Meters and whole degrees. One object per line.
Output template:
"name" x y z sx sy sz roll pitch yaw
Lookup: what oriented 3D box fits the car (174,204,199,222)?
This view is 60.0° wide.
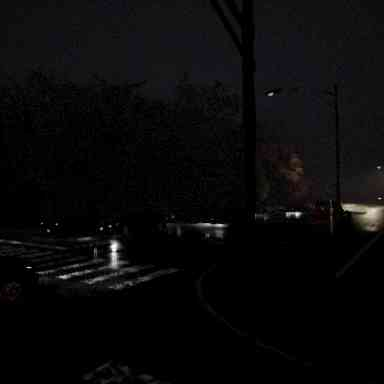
"car" -0.229 1.874 30.315 2.128 1.511 4.902 -1 -1 35

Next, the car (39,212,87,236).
"car" -6.886 1.901 20.637 1.895 1.301 4.718 -1 -1 35

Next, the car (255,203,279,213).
"car" 10.173 2.113 45.350 1.895 1.301 4.718 -1 -1 35

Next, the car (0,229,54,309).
"car" -5.119 1.609 5.813 1.812 1.442 4.674 -1 -1 35

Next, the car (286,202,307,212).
"car" 14.376 2.027 45.685 1.994 1.385 4.181 -1 -1 35

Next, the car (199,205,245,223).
"car" 3.153 1.870 29.498 2.033 1.411 5.357 -1 -1 35

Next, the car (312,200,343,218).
"car" 13.360 1.594 32.702 2.097 1.767 4.553 -1 -1 35

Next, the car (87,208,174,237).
"car" -3.494 1.745 19.838 1.837 1.490 4.892 -1 -1 35
